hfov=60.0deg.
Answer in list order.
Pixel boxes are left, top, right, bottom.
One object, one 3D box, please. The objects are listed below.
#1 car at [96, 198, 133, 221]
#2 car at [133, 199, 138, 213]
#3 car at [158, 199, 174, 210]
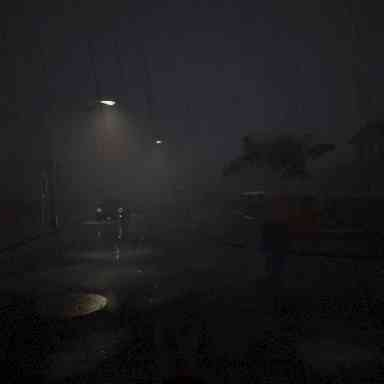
[{"bbox_3d":[-6.304,1.352,26.832,2.097,1.767,4.553,0,0,-4],"label":"car"},{"bbox_3d":[-7.098,1.505,37.171,1.837,1.490,4.892,0,0,-4],"label":"car"},{"bbox_3d":[-3.353,1.601,42.760,1.895,1.301,4.718,0,0,-4],"label":"car"}]
